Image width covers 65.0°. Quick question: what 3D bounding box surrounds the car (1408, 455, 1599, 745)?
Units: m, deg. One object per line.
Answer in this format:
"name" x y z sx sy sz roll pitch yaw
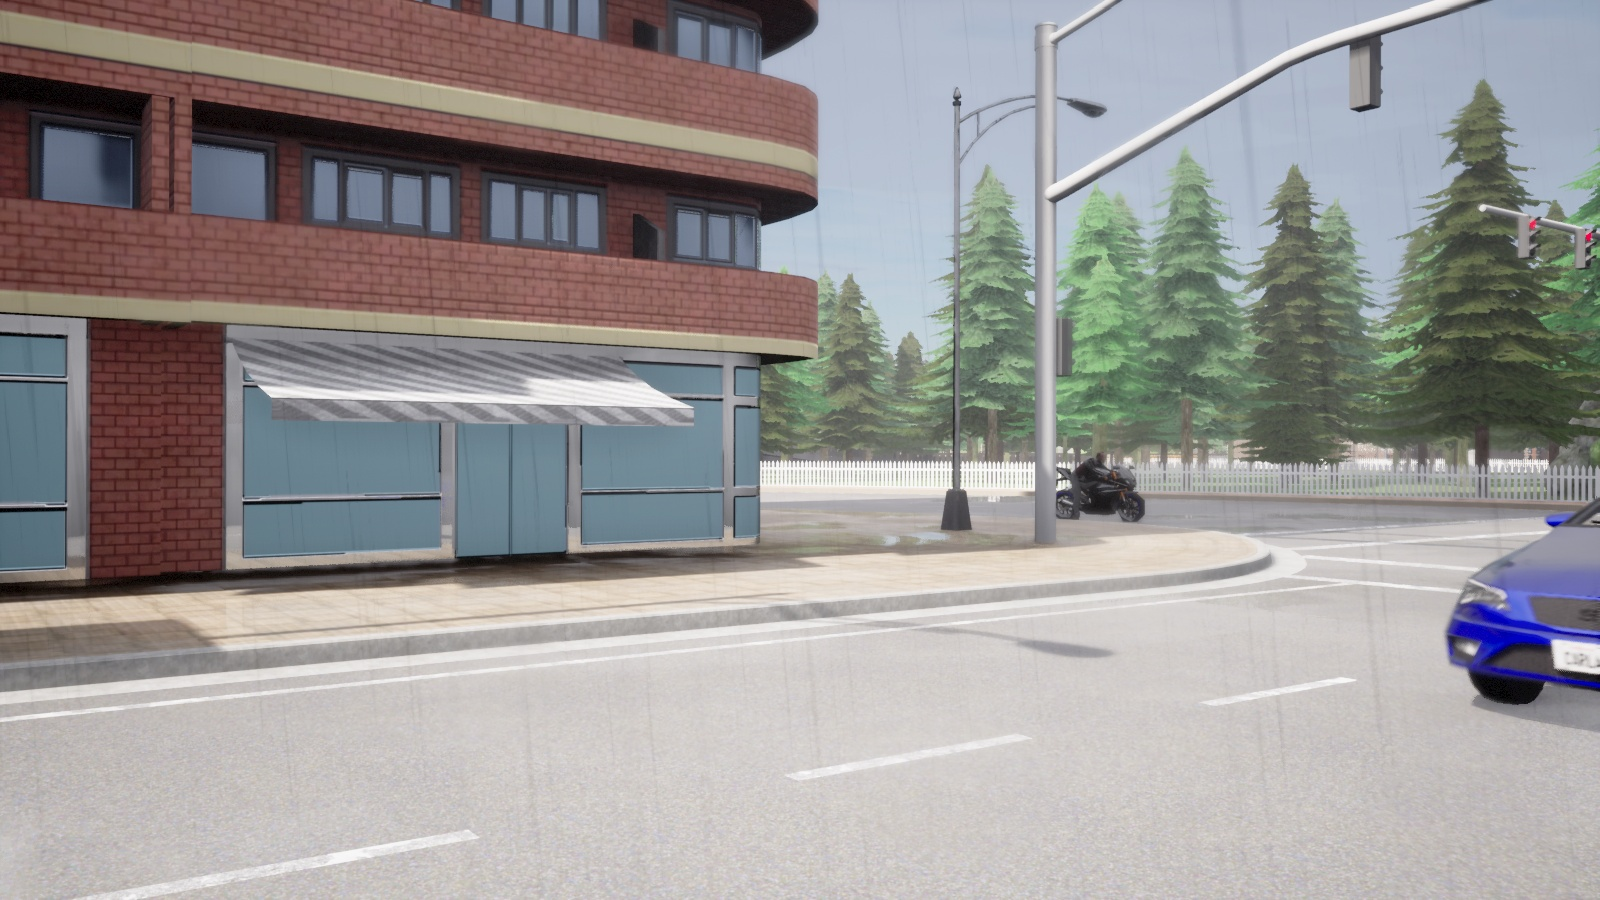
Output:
"car" 5.751 0.765 7.665 4.193 1.474 1.816 0 0 -34

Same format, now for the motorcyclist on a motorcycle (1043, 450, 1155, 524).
"motorcyclist on a motorcycle" 6.403 0.777 27.009 2.191 1.530 0.866 0 0 42
